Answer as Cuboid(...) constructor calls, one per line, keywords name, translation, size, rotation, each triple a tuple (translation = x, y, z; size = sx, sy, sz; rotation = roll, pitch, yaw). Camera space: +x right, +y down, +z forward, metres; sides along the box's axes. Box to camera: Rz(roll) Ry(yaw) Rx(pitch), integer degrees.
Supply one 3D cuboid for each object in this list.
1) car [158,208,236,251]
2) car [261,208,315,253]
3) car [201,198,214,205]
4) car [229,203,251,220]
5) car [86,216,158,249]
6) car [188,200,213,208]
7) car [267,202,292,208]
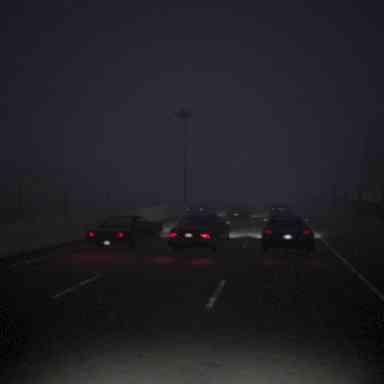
Cuboid(name="car", translation=(0.483, 1.643, 14.577), size=(2.033, 1.411, 5.357), rotation=(-1, 0, 14))
Cuboid(name="car", translation=(3.955, 1.605, 14.025), size=(1.994, 1.385, 4.181), rotation=(-1, 0, 14))
Cuboid(name="car", translation=(3.247, 1.958, 69.512), size=(1.812, 1.442, 4.674), rotation=(-1, 0, 14))
Cuboid(name="car", translation=(4.179, 1.671, 29.517), size=(1.812, 1.442, 4.674), rotation=(-1, 0, 14))
Cuboid(name="car", translation=(-2.885, 1.752, 15.529), size=(1.895, 1.301, 4.718), rotation=(-1, 0, 14))
Cuboid(name="car", translation=(0.759, 1.693, 30.270), size=(2.128, 1.511, 4.902), rotation=(-1, 0, 14))
Cuboid(name="car", translation=(7.555, 1.582, 28.598), size=(2.128, 1.511, 4.902), rotation=(-1, 0, 14))
